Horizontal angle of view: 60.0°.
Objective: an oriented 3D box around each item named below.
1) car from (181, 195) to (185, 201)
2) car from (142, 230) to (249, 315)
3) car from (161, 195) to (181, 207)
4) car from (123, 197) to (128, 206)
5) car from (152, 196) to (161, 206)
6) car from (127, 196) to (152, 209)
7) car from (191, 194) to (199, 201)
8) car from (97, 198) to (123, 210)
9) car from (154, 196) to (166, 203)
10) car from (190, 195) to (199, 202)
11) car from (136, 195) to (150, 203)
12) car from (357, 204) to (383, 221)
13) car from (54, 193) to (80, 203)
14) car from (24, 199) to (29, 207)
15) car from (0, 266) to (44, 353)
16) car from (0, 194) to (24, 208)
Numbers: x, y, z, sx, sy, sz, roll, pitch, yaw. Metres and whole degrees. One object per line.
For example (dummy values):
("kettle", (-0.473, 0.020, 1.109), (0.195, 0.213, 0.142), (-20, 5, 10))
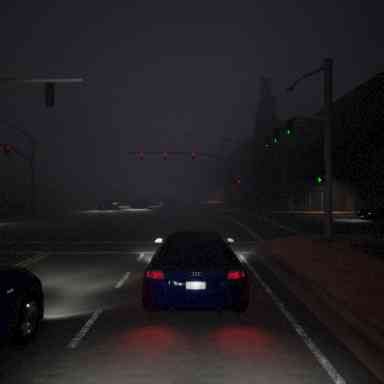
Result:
("car", (-2.644, 1.498, 83.028), (1.837, 1.490, 4.892), (0, 0, 2))
("car", (0.066, 1.564, 7.677), (1.994, 1.385, 4.181), (0, 0, 0))
("car", (-3.331, 1.562, 52.575), (1.994, 1.385, 4.181), (0, 0, 1))
("car", (-10.514, 1.563, 53.012), (1.994, 1.385, 4.181), (0, 0, 2))
("car", (-6.918, 1.524, 56.242), (1.812, 1.442, 4.674), (0, 0, 2))
("car", (-7.169, 1.563, 46.102), (1.994, 1.385, 4.181), (0, 0, 2))
("car", (0.864, 1.392, 83.281), (1.882, 1.535, 5.008), (0, 0, 2))
("car", (-10.734, 1.503, 42.892), (1.837, 1.490, 4.892), (0, 0, 1))
("car", (-6.514, 1.559, 68.995), (1.994, 1.385, 4.181), (0, 0, 2))
("car", (0.584, 1.532, 72.637), (2.033, 1.411, 5.357), (0, 0, 2))
("car", (-10.025, 1.492, 68.646), (2.128, 1.511, 4.902), (0, 0, 2))
("car", (16.207, 1.546, 26.454), (5.357, 1.411, 2.033), (0, 0, 0))
("car", (-24.937, 1.154, 65.664), (3.866, 1.878, 1.905), (0, 0, 0))
("car", (-24.912, 1.155, 46.041), (3.866, 1.878, 1.905), (0, 0, 0))
("car", (-3.442, 1.352, 3.538), (2.097, 1.767, 4.553), (0, 0, 0))
("car", (-24.969, 1.152, 43.146), (4.605, 1.855, 1.932), (0, 0, 0))
